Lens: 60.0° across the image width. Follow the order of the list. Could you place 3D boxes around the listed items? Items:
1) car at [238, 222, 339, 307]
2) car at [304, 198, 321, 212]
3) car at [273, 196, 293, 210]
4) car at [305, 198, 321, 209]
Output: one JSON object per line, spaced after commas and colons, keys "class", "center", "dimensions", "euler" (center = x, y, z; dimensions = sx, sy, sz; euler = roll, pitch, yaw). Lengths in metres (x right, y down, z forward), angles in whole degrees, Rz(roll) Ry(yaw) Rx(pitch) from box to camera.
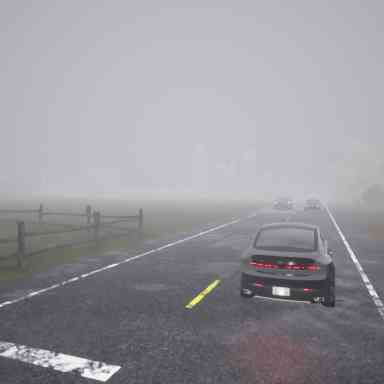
{"class": "car", "center": [2.429, 1.501, 8.126], "dimensions": [1.837, 1.490, 4.892], "euler": [0, 0, 21]}
{"class": "car", "center": [14.213, 1.535, 39.107], "dimensions": [2.033, 1.411, 5.357], "euler": [0, 0, 21]}
{"class": "car", "center": [11.650, 1.339, 42.308], "dimensions": [2.097, 1.767, 4.553], "euler": [0, 0, 21]}
{"class": "car", "center": [16.982, 1.550, 46.494], "dimensions": [1.994, 1.385, 4.181], "euler": [0, 0, 21]}
